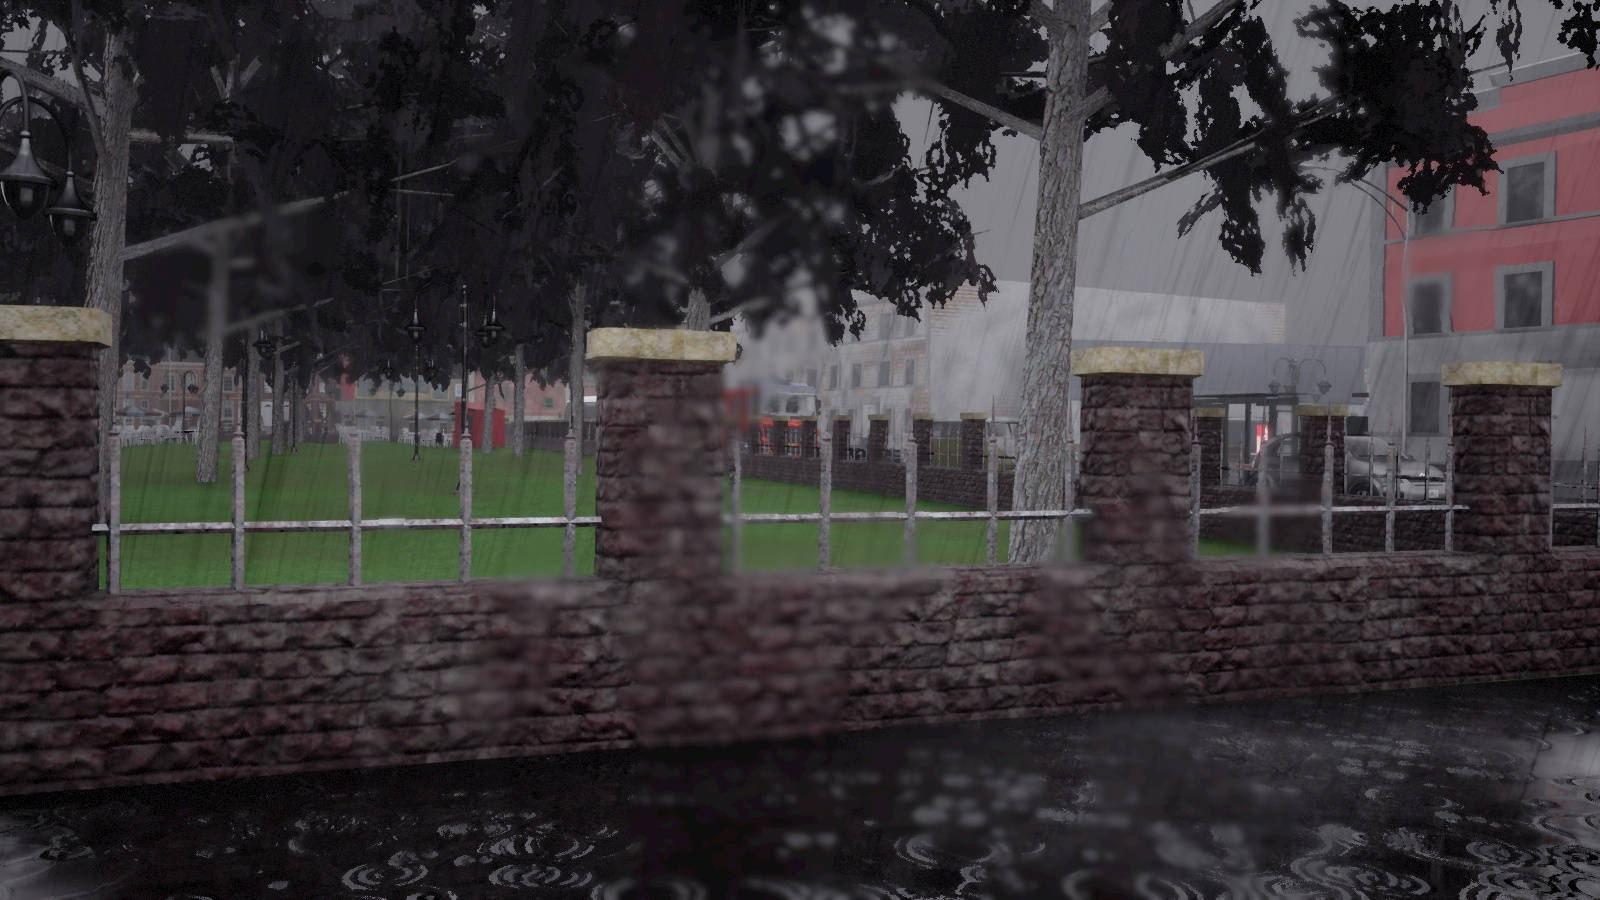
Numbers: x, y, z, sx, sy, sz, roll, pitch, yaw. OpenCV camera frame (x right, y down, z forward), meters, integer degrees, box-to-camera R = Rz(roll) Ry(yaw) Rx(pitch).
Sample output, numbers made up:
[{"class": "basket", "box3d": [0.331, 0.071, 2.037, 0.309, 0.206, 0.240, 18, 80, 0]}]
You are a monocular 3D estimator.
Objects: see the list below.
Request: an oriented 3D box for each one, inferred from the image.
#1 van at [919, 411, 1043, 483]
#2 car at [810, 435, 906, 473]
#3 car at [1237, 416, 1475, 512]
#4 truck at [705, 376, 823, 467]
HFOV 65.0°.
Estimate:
[{"class": "van", "box3d": [5.323, -0.116, 37.445, 1.775, 1.987, 4.442, -1, 1, -20]}, {"class": "car", "box3d": [2.087, 0.118, 46.563, 1.895, 1.301, 4.718, -1, 1, -20]}, {"class": "car", "box3d": [10.278, 0.202, 23.553, 1.851, 1.617, 3.988, -1, 1, -19]}, {"class": "truck", "box3d": [-1.803, -1.282, 57.441, 2.891, 3.827, 8.468, -1, 1, -20]}]
